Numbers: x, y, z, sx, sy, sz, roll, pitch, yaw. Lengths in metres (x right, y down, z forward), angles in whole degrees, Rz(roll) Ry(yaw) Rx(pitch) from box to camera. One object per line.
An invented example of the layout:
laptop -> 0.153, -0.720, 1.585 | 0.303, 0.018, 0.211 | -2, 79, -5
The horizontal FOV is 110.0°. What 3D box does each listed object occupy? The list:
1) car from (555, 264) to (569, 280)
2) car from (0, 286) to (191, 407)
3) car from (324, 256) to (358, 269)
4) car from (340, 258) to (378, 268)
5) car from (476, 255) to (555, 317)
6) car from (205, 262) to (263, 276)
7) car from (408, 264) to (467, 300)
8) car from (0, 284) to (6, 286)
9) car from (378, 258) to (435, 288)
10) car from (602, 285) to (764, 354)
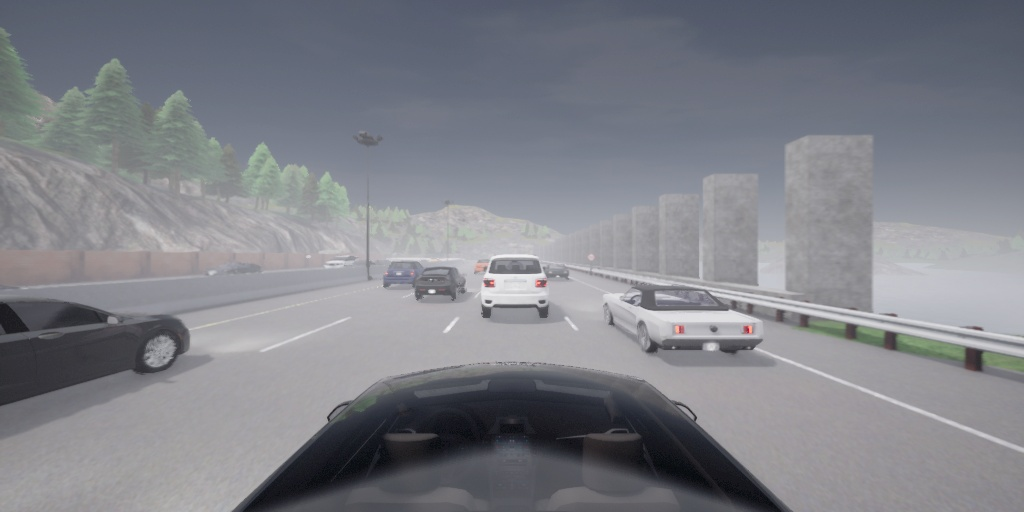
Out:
car -> 3.750, 1.352, 31.138 | 1.895, 1.301, 4.718 | 0, 0, 1
car -> -6.900, 1.255, 4.643 | 1.837, 1.490, 4.892 | 0, 0, 0
car -> -20.644, 0.976, 43.925 | 2.150, 2.045, 5.566 | 0, 0, 2
car -> -17.219, 1.259, 41.023 | 1.837, 1.490, 4.892 | 0, -1, 2
car -> 0.099, 0.972, 13.280 | 2.150, 2.045, 5.566 | 0, 0, 0
car -> -24.438, 1.244, 31.719 | 2.128, 1.511, 4.902 | 0, 0, 1
car -> -3.396, 1.256, 17.639 | 1.837, 1.490, 4.892 | 0, 0, 0
car -> -17.596, 1.315, 10.462 | 1.994, 1.385, 4.181 | 0, 0, 0
car -> -6.858, 1.103, 23.927 | 2.097, 1.767, 4.553 | 0, 0, 1
car -> 3.605, 1.351, 8.697 | 1.895, 1.301, 4.718 | 0, 0, 0
